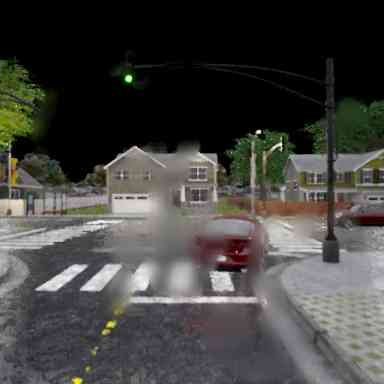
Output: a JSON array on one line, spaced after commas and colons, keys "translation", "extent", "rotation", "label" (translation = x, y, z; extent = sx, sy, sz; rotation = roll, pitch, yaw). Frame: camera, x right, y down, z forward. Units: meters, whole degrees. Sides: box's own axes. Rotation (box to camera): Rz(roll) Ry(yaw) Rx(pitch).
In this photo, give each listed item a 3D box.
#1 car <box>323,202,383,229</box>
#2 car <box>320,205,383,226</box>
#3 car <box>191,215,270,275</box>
[{"translation": [11.144, 1.488, 21.811], "extent": [4.553, 1.767, 2.097], "rotation": [0, -1, 0], "label": "car"}, {"translation": [12.326, 1.714, 25.060], "extent": [4.674, 1.442, 1.812], "rotation": [0, -1, 1], "label": "car"}, {"translation": [1.382, 1.456, 10.656], "extent": [1.882, 1.535, 5.008], "rotation": [0, 1, 15], "label": "car"}]
